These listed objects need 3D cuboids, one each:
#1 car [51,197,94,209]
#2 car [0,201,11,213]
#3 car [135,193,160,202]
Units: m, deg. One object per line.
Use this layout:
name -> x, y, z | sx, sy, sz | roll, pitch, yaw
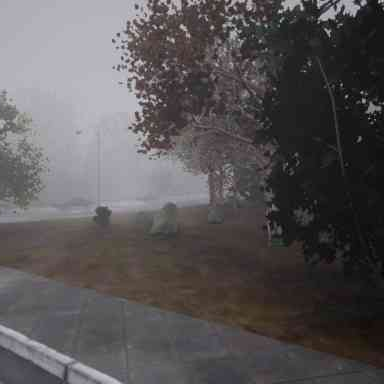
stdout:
car -> -15.617, 1.339, 43.665 | 2.033, 1.411, 5.357 | 0, 2, 39
car -> -22.151, 1.532, 35.556 | 1.837, 1.490, 4.892 | 0, 1, 39
car -> -7.241, 0.797, 54.021 | 1.994, 1.385, 4.181 | 0, 3, 39
